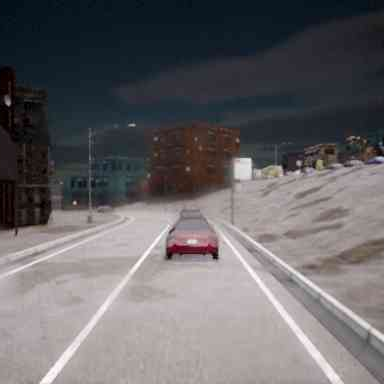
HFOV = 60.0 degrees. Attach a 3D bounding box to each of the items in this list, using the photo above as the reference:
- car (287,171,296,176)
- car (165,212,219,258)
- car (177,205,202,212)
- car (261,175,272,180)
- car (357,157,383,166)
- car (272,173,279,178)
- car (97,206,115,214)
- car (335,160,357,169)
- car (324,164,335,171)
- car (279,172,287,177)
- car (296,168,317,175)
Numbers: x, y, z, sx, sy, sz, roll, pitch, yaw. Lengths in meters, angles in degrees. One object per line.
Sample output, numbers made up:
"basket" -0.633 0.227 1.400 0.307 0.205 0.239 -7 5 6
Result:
"car" 21.330 -3.536 66.741 2.002 1.452 4.674 0 0 -1
"car" 0.016 1.703 13.467 1.994 1.385 4.181 0 -1 0
"car" -0.172 1.897 28.524 2.128 1.511 4.902 0 -1 -4
"car" 20.831 -3.592 88.949 2.231 1.521 4.892 0 0 -1
"car" 22.068 -3.438 39.249 2.002 1.452 4.674 0 0 -3
"car" 21.079 -3.718 77.935 2.185 1.767 4.553 0 0 -1
"car" -15.651 3.254 60.290 1.837 1.490 4.892 0 -3 -36
"car" 21.831 -3.519 44.792 2.231 1.521 4.892 0 0 -1
"car" 21.699 -3.543 50.310 2.231 1.521 4.892 0 0 -1
"car" 21.203 -3.712 72.416 2.185 1.767 4.553 0 0 -1
"car" 21.453 -3.692 61.249 2.185 1.767 4.553 0 0 -1
